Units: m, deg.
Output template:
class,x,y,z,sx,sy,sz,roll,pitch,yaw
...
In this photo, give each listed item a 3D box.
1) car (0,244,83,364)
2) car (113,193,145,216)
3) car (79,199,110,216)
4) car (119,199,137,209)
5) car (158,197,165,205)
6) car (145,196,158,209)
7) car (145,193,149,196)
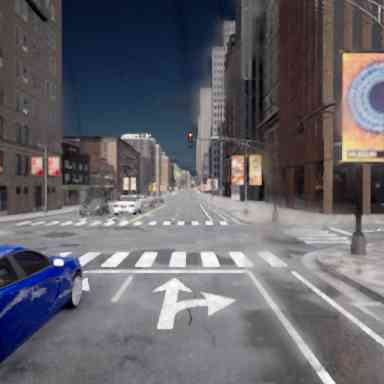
class,x,y,z,sx,sy,sz,roll,pitch,yaw
car,-3.156,1.494,4.880,1.882,1.535,5.008,0,0,0
car,-6.589,1.350,34.575,2.150,2.045,5.566,0,0,0
car,-9.843,1.478,33.858,2.097,1.767,4.553,0,0,0
car,-9.816,1.755,51.124,1.994,1.385,4.181,0,0,0
car,-6.504,1.744,66.942,1.837,1.490,4.892,0,0,0
car,-6.579,1.710,49.615,1.812,1.442,4.674,0,0,0
car,-9.754,1.122,66.909,2.150,2.045,5.566,0,0,0
